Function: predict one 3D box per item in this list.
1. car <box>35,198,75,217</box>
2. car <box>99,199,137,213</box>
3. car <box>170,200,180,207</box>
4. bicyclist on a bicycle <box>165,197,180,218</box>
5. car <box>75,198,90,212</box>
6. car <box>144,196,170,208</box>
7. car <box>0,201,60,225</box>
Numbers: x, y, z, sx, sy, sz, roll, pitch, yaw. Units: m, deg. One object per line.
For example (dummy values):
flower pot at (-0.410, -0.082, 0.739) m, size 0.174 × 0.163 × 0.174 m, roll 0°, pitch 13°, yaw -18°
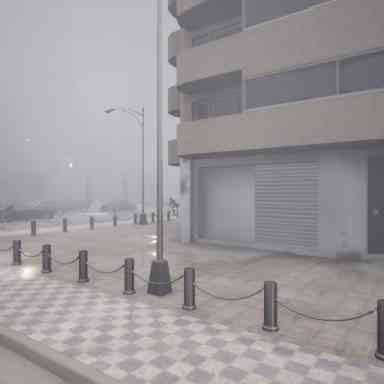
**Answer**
car at (-13.239, 1.436, 29.078) m, size 2.128 × 1.511 × 4.902 m, roll 0°, pitch 0°, yaw 36°
car at (-8.007, 1.508, 36.295) m, size 1.994 × 1.385 × 4.181 m, roll 0°, pitch 0°, yaw 36°
car at (-0.634, 1.508, 46.449) m, size 1.994 × 1.385 × 4.181 m, roll 0°, pitch 0°, yaw 36°
bicyclist on a bicycle at (-1.539, 1.246, 26.504) m, size 1.656 × 1.620 × 0.582 m, roll 0°, pitch 0°, yaw 36°
car at (-13.135, 1.449, 35.183) m, size 1.837 × 1.490 × 4.892 m, roll 0°, pitch 0°, yaw 36°
car at (-4.943, 1.301, 46.483) m, size 2.097 × 1.767 × 4.553 m, roll 0°, pitch 0°, yaw 35°
car at (-12.361, 1.545, 23.855) m, size 1.895 × 1.301 × 4.718 m, roll 0°, pitch 0°, yaw 35°
